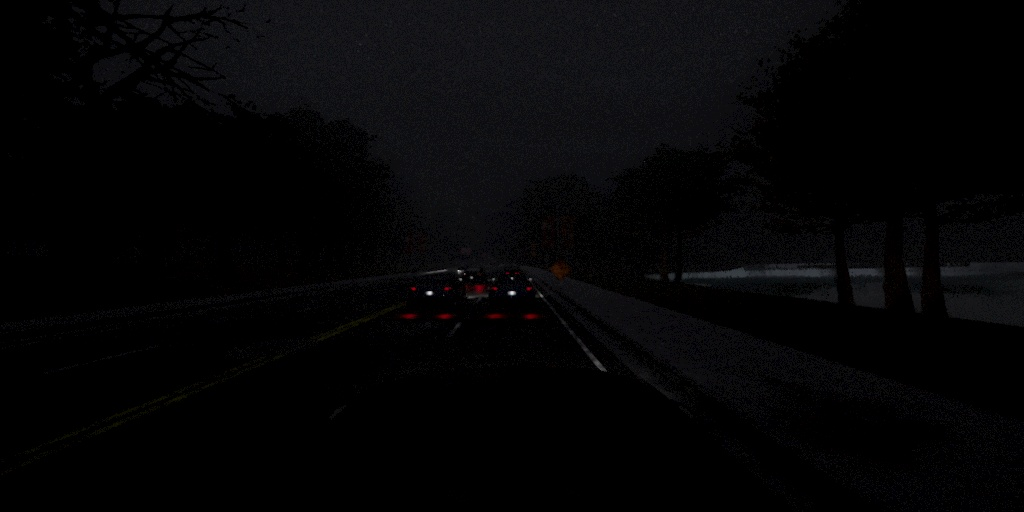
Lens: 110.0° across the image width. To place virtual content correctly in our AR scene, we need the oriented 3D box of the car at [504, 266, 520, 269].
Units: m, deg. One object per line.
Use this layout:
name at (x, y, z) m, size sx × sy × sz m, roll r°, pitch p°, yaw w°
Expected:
car at (-0.003, 1.573, 31.184) m, size 1.837 × 1.490 × 4.892 m, roll 0°, pitch 0°, yaw 0°

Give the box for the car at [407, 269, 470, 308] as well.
car at (-3.250, 1.459, 16.155) m, size 1.994 × 1.385 × 4.181 m, roll 0°, pitch -1°, yaw 0°

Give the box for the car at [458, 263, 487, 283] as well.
car at (-3.252, 1.591, 31.253) m, size 1.812 × 1.442 × 4.674 m, roll 0°, pitch -1°, yaw 0°

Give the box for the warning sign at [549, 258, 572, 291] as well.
warning sign at (2.846, 1.060, 20.811) m, size 1.300 × 1.860 × 1.060 m, roll 0°, pitch 0°, yaw 0°

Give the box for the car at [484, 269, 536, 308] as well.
car at (0.003, 1.460, 16.183) m, size 1.994 × 1.385 × 4.181 m, roll 0°, pitch -1°, yaw 0°
